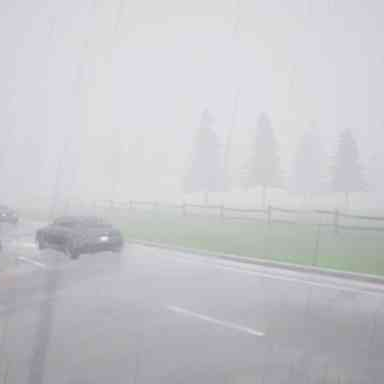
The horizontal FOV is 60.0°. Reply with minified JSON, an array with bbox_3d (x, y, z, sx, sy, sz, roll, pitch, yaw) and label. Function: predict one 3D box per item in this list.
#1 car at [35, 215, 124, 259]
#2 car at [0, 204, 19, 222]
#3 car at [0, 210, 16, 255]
[{"bbox_3d":[-4.376,1.554,12.692,1.994,1.385,4.181,0,0,-44],"label":"car"},{"bbox_3d":[-13.493,1.510,22.674,2.033,1.411,5.357,0,0,-44],"label":"car"},{"bbox_3d":[-8.073,1.468,11.536,2.128,1.511,4.902,0,0,-43],"label":"car"}]
